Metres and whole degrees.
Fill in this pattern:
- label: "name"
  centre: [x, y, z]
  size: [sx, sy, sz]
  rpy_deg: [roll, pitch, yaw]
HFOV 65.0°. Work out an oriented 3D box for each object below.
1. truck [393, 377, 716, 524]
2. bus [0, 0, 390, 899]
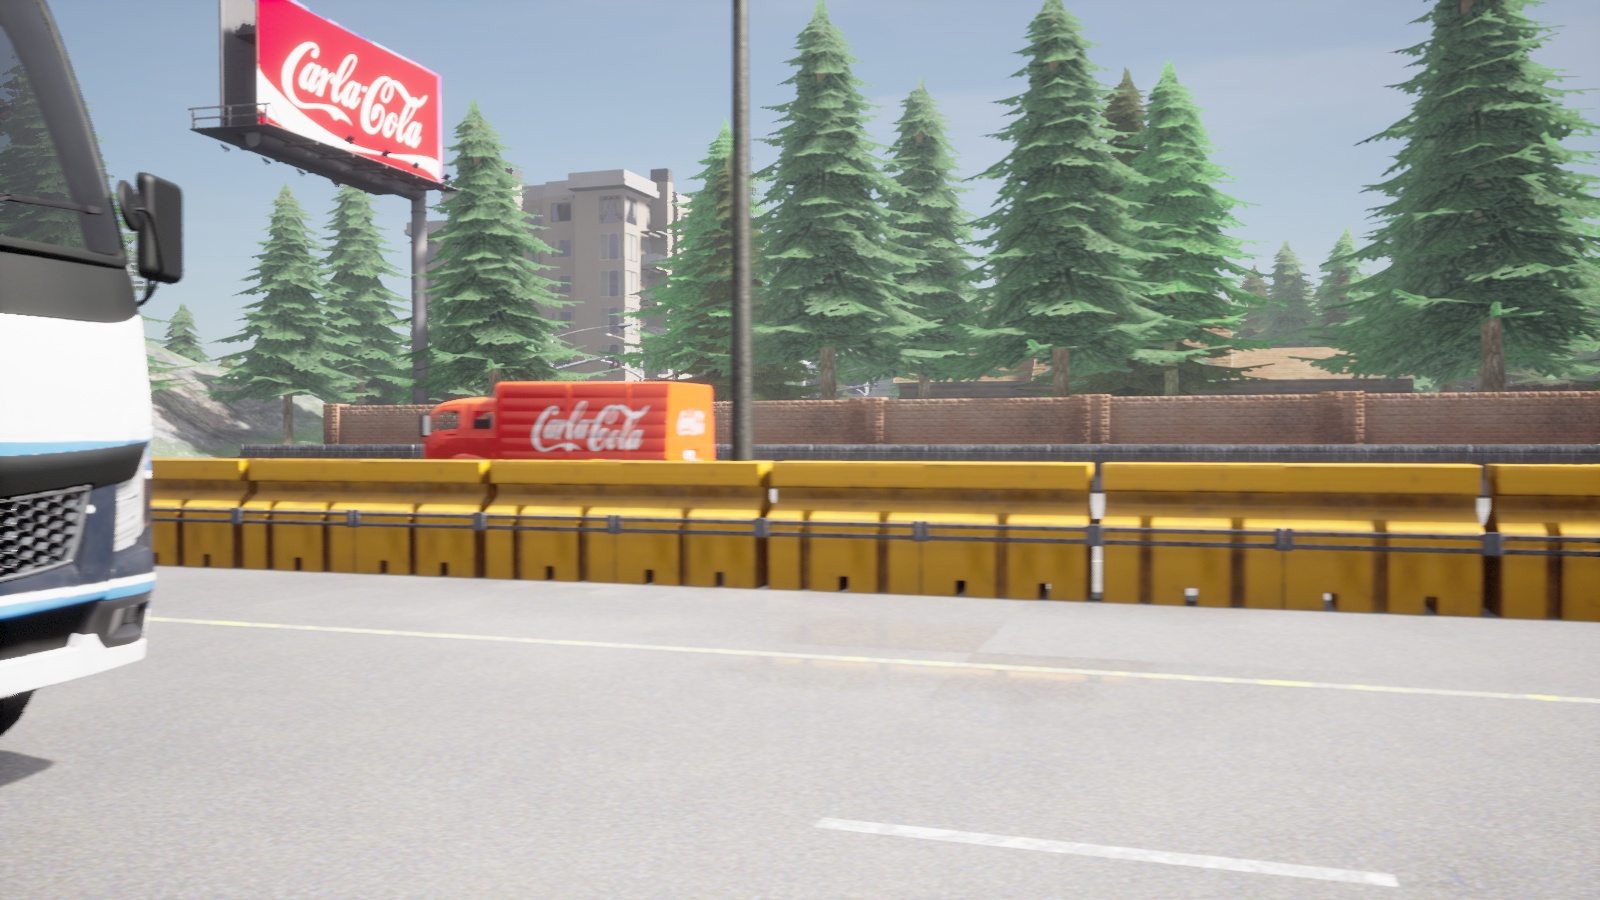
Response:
- label: "truck"
  centre: [-4.474, -0.043, 23.168]
  size: [5.204, 2.467, 2.627]
  rpy_deg: [1, 1, 18]
- label: "bus"
  centre: [-7.428, -0.669, 5.677]
  size: [10.273, 4.253, 3.944]
  rpy_deg: [1, 1, 19]
